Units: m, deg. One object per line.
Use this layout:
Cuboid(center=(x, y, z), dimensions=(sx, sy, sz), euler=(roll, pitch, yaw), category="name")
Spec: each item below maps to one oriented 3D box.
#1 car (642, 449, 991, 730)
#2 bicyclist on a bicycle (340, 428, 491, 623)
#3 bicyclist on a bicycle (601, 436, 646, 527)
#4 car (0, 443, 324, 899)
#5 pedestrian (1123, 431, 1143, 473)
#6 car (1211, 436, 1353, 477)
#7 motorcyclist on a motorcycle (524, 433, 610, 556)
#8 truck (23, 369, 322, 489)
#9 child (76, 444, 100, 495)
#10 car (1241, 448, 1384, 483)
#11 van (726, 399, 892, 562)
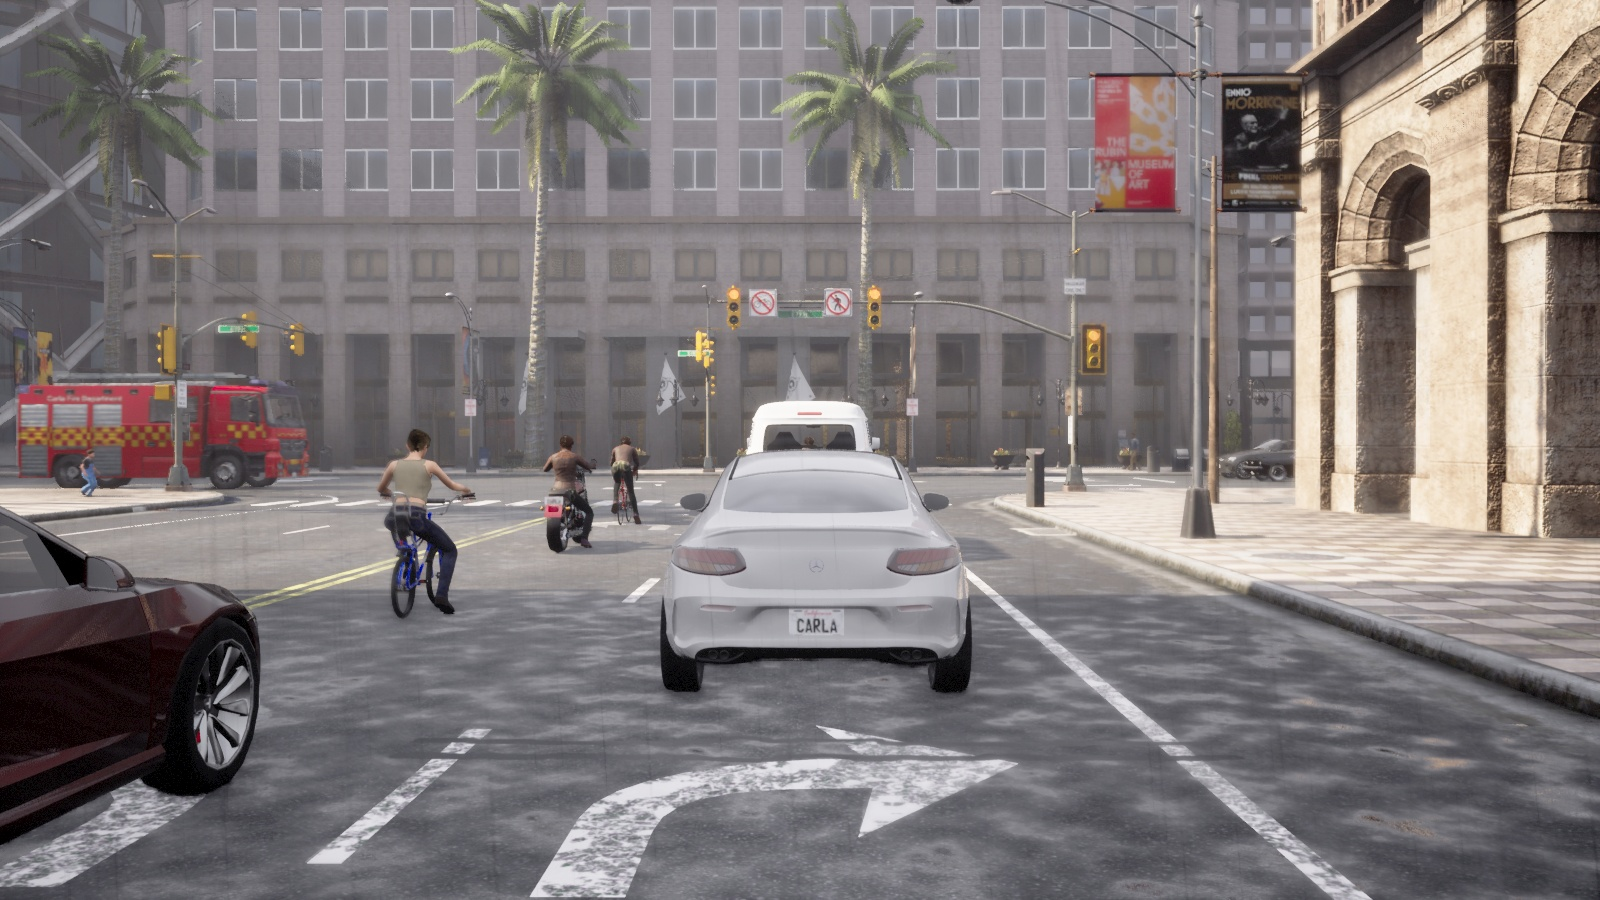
Cuboid(center=(0.104, 0.722, 8.867), dimensions=(1.812, 1.442, 4.674), euler=(0, 0, 0), category="car")
Cuboid(center=(-3.366, 0.617, 11.144), dimensions=(0.866, 1.612, 1.509), euler=(0, 0, 0), category="bicyclist on a bicycle")
Cuboid(center=(-3.256, 0.565, 23.313), dimensions=(0.582, 1.620, 1.656), euler=(0, 0, 1), category="bicyclist on a bicycle")
Cuboid(center=(-3.449, 0.722, 3.799), dimensions=(2.163, 1.488, 4.792), euler=(0, 0, 1), category="car")
Cuboid(center=(15.497, 0.086, 58.436), dimensions=(0.788, 1.949, 0.423), euler=(0, 0, -17), category="pedestrian")
Cuboid(center=(19.711, 0.250, 51.521), dimensions=(5.027, 1.651, 2.152), euler=(0, 0, 1), category="car")
Cuboid(center=(-3.299, 0.593, 17.981), dimensions=(0.766, 1.649, 2.350), euler=(0, 0, 1), category="motorcyclist on a motorcycle")
Cuboid(center=(-20.614, -0.669, 41.591), dimensions=(8.468, 3.827, 2.891), euler=(0, 0, 1), category="truck")
Cuboid(center=(-17.813, 0.492, 31.410), dimensions=(0.437, 1.263, 0.270), euler=(0, 0, 0), category="child")
Cuboid(center=(19.545, 0.591, 48.045), dimensions=(4.718, 1.301, 1.895), euler=(0, 0, 1), category="car")
Cuboid(center=(0.170, 0.369, 17.908), dimensions=(2.069, 2.038, 4.480), euler=(0, 0, 1), category="van")
